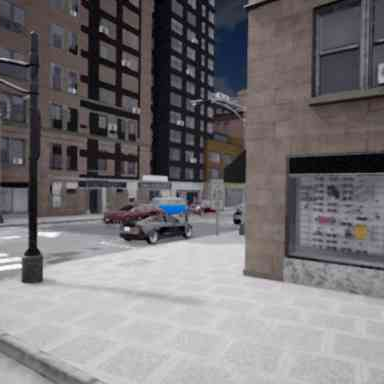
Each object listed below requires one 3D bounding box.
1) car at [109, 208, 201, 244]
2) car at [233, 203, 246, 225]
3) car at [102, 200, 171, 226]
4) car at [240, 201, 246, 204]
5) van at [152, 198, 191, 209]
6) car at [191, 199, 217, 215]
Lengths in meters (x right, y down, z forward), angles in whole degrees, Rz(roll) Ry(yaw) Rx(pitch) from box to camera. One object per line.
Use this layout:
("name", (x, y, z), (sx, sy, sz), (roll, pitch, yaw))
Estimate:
("car", (-1.719, 1.730, 16.714), (1.947, 1.339, 4.313), (1, 0, 36))
("car", (4.710, 1.816, 25.631), (1.947, 1.339, 4.313), (1, 0, 36))
("car", (-4.038, 1.571, 23.671), (1.882, 1.535, 5.008), (1, 0, 36))
("car", (7.340, 1.763, 43.855), (1.752, 1.417, 4.829), (1, 0, 36))
("van", (-2.201, 1.442, 30.617), (1.690, 1.788, 3.998), (1, 0, 36))
("car", (1.012, 1.585, 35.076), (1.967, 1.590, 4.097), (1, 0, 36))
